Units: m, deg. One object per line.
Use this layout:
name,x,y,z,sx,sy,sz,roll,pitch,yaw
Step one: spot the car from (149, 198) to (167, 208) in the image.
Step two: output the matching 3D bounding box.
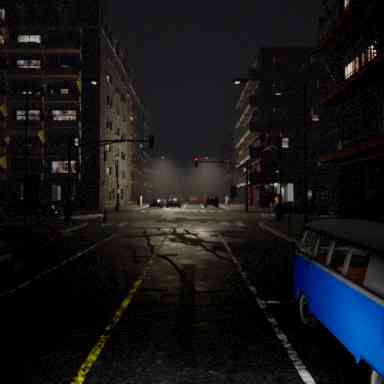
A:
car,-5.086,1.601,48.036,1.947,1.339,4.313,1,0,0

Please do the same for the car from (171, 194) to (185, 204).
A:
car,-2.577,1.551,57.172,1.837,1.490,4.892,0,0,0

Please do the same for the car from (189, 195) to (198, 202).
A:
car,0.348,1.577,77.641,1.882,1.535,5.008,0,0,0

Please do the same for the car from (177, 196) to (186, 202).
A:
car,-2.403,1.644,77.467,2.033,1.411,5.357,0,0,0

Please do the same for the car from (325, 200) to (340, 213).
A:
car,13.866,1.451,27.715,4.403,1.369,2.008,0,-1,0

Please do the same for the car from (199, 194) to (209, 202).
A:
car,2.945,1.440,81.404,2.192,1.841,5.009,1,0,0

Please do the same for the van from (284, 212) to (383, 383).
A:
van,2.568,1.343,4.335,1.690,1.788,3.998,1,0,0

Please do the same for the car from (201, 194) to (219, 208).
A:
car,2.799,1.351,48.046,2.192,1.841,5.009,1,0,0

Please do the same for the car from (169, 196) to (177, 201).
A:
car,-4.914,1.707,86.968,2.008,1.369,4.403,1,0,0

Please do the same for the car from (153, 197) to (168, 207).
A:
car,-5.061,1.607,53.597,1.947,1.339,4.313,1,0,0

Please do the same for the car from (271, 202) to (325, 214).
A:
car,9.697,1.564,30.209,4.718,1.301,1.895,0,-1,0

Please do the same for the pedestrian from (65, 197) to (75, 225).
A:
pedestrian,-7.719,1.158,21.121,0.375,1.860,0.375,1,-1,0

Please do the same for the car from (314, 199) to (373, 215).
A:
car,14.996,1.491,33.124,5.008,1.535,1.882,0,-1,1

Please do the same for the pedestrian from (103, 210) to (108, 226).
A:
pedestrian,-5.589,1.690,21.698,0.500,1.100,0.500,1,-1,0

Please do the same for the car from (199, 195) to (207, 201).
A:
car,2.968,1.597,86.968,1.967,1.590,4.097,1,0,0

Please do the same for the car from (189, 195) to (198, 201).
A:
car,0.395,1.519,88.067,2.128,1.511,4.902,0,0,0

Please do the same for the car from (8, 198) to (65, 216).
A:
car,-14.054,1.383,30.296,4.553,1.767,2.097,0,-1,2

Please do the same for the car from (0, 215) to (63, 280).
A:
car,-5.258,1.588,9.956,1.802,1.307,4.206,1,0,0

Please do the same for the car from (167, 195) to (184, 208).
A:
car,-2.626,1.600,48.293,1.994,1.385,4.181,0,0,1

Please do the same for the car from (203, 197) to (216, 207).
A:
car,2.820,1.567,53.775,1.752,1.417,4.829,1,0,0
